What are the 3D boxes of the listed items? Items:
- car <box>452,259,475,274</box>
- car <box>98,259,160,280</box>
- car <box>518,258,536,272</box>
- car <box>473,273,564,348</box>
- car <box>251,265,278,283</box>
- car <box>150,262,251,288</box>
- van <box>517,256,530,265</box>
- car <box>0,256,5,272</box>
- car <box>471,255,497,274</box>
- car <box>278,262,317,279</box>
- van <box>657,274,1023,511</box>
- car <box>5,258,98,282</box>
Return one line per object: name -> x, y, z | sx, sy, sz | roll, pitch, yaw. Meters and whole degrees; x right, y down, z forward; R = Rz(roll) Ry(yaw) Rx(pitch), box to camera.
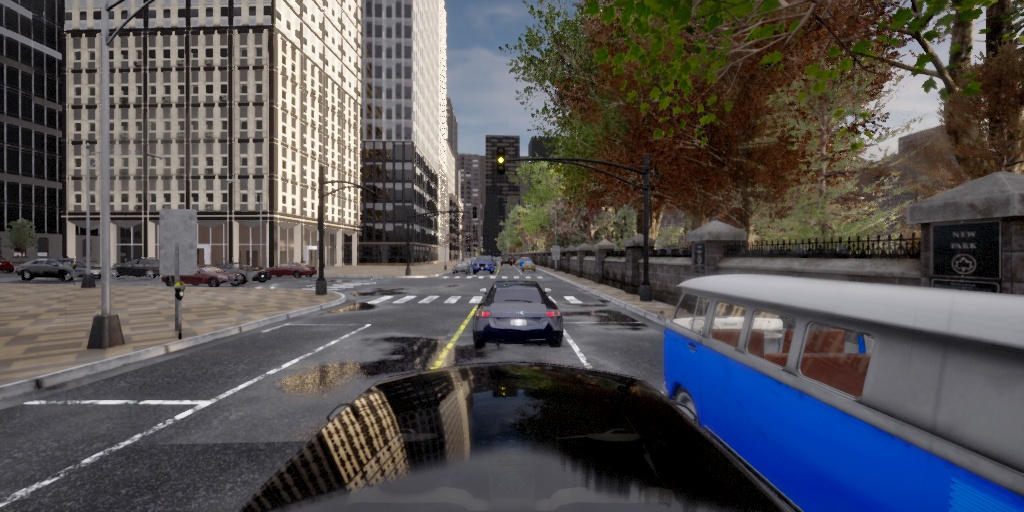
car -> -5.631, 1.287, 40.341 | 2.007, 1.370, 4.403 | 0, 0, -1
car -> -27.735, 0.947, 27.138 | 4.892, 1.490, 1.837 | 1, 0, 4
car -> 2.131, 1.258, 46.392 | 1.751, 1.417, 4.829 | 0, 0, -1
car -> 0.101, 1.313, 9.254 | 1.994, 1.385, 4.181 | 0, 0, -1
car -> -18.277, 1.122, 23.574 | 4.181, 1.385, 1.994 | 1, 0, 4
car -> -18.151, 1.149, 21.026 | 4.207, 1.307, 1.802 | 0, 0, 4
van -> 2.008, 1.069, 51.765 | 1.690, 1.789, 3.998 | 0, 0, -1
car -> -45.534, 0.675, 30.569 | 4.097, 1.591, 1.967 | 0, 0, 1
car -> -3.168, 0.957, 40.739 | 2.150, 2.045, 5.566 | 0, 0, 0
car -> -18.085, 1.126, 29.139 | 4.207, 1.307, 1.802 | 0, 0, 4
van -> 2.568, 1.091, 2.673 | 1.690, 1.789, 3.998 | 0, 0, 0
car -> -30.460, 0.910, 24.330 | 4.902, 1.511, 2.128 | 1, 0, 3
